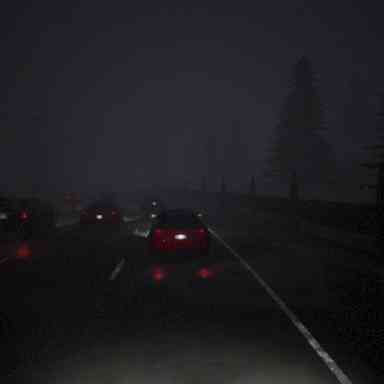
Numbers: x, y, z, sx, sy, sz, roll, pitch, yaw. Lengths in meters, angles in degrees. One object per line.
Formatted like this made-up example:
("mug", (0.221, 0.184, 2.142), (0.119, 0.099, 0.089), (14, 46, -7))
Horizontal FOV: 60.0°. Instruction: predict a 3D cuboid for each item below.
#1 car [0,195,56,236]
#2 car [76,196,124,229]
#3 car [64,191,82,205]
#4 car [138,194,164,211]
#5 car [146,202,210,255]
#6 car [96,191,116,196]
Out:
("car", (-8.043, 0.989, 15.822), (2.097, 1.767, 4.553), (0, 1, -8))
("car", (-4.843, 1.147, 18.299), (1.994, 1.385, 4.181), (0, 1, -8))
("car", (-13.721, 0.655, 38.338), (1.812, 1.442, 4.674), (0, 1, -20))
("car", (-3.622, 0.895, 29.543), (1.994, 1.385, 4.181), (0, 1, -14))
("car", (-0.537, 1.289, 12.086), (1.994, 1.385, 4.181), (0, 1, -5))
("car", (-9.680, 0.629, 37.437), (1.882, 1.535, 5.008), (0, 1, -19))
